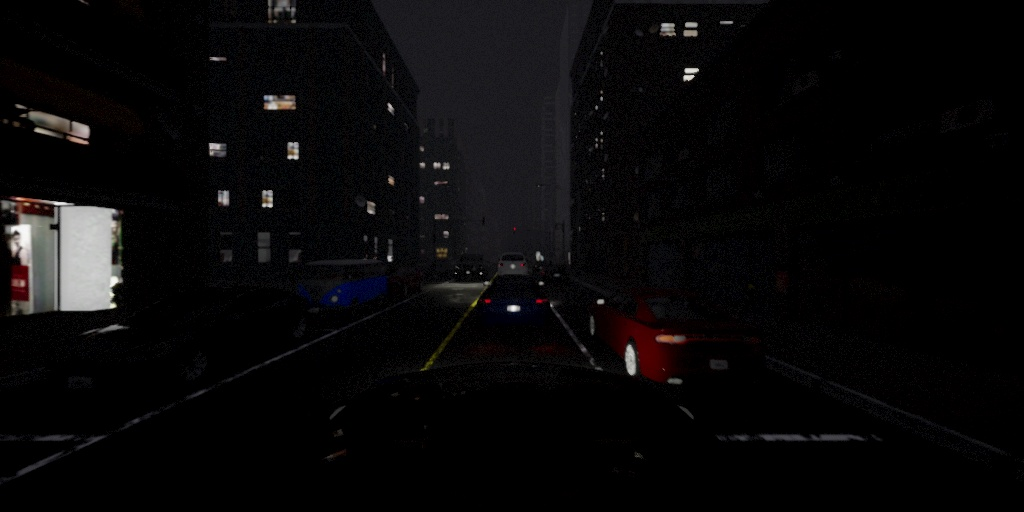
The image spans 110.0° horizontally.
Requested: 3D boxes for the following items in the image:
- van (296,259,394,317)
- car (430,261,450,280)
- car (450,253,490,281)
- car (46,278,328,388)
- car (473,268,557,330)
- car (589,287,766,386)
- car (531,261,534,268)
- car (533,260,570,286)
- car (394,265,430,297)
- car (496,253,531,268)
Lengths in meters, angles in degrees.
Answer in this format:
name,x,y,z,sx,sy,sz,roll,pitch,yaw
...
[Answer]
name,x,y,z,sx,sy,sz,roll,pitch,yaw
van,-5.698,1.014,12.429,1.690,1.789,3.998,0,0,0
car,-5.711,1.121,28.999,1.948,1.339,4.313,0,0,0
car,-3.108,0.781,28.174,2.150,2.045,5.566,0,1,0
car,-5.693,1.278,6.906,1.948,1.339,4.313,0,0,0
car,0.056,1.248,10.859,1.994,1.385,4.181,0,0,1
car,2.688,1.257,6.900,1.888,1.381,4.507,0,0,0
car,2.666,1.082,34.517,1.948,1.339,4.313,0,0,0
car,2.675,1.160,23.470,1.948,1.339,4.313,0,0,0
car,-5.702,1.178,17.952,1.888,1.381,4.507,0,0,0
car,0.063,0.781,28.113,2.150,2.045,5.566,0,0,0
